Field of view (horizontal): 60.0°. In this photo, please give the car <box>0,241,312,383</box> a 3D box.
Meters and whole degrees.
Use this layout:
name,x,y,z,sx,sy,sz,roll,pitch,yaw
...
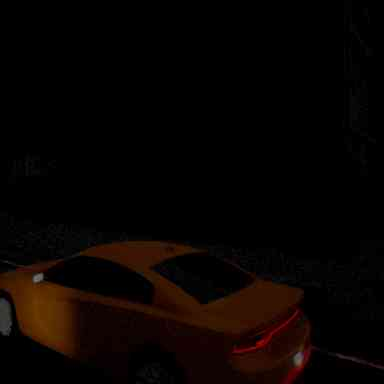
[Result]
name,x,y,z,sx,sy,sz,roll,pitch,yaw
car,-0.945,1.458,4.747,5.008,1.535,1.882,0,0,36
